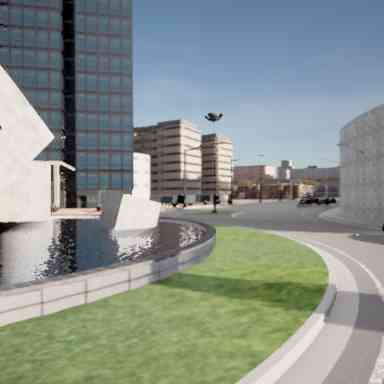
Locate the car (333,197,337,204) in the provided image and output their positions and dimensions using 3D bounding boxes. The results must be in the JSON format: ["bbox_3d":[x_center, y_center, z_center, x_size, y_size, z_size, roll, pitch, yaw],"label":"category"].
[{"bbox_3d":[32.453,1.993,77.466,2.128,1.511,4.902,-1,-1,30],"label":"car"}]

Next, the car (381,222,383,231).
[{"bbox_3d":[11.242,1.605,15.528,2.033,1.411,5.357,0,-1,-2],"label":"car"}]

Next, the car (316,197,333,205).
[{"bbox_3d":[27.188,1.972,68.478,1.837,1.490,4.892,-1,-1,30],"label":"car"}]

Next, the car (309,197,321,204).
[{"bbox_3d":[29.012,1.984,78.517,1.882,1.535,5.008,-1,-1,30],"label":"car"}]

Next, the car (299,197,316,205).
[{"bbox_3d":[23.747,2.046,69.528,2.128,1.511,4.902,-1,-1,30],"label":"car"}]
